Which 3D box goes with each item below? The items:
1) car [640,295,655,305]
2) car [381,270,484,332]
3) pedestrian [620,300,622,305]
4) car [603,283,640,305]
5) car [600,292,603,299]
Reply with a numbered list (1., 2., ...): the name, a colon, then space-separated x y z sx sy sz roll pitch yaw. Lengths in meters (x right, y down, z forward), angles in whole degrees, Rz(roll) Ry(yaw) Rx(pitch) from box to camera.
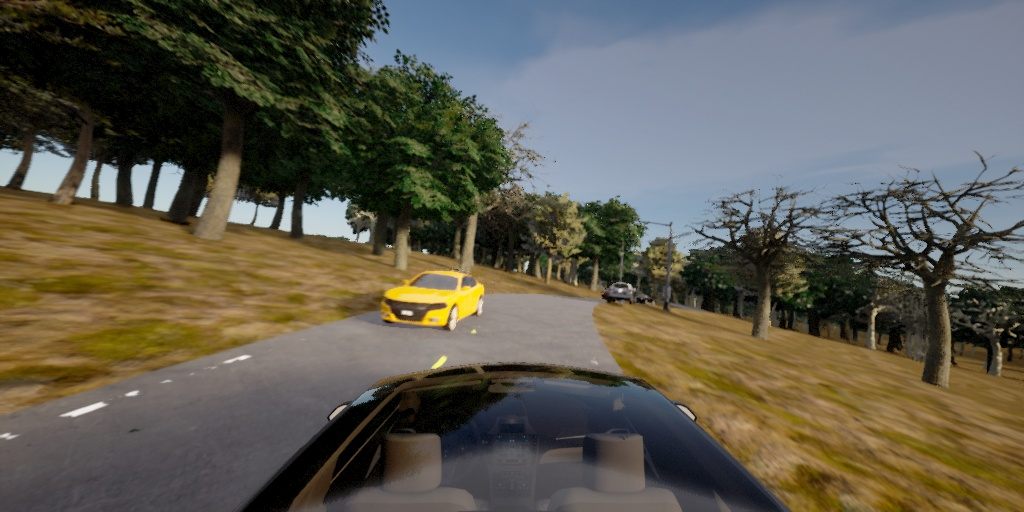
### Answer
1. car: 18.328 6.094 50.035 1.895 1.301 4.718 1 -8 40
2. car: -2.170 1.197 11.162 1.882 1.535 5.008 5 -1 8
3. pedestrian: 9.172 3.400 30.111 0.375 1.300 0.375 7 -6 10
4. car: 8.591 2.858 27.936 1.970 1.475 3.806 4 -4 22
5. car: 11.700 4.439 40.727 1.895 1.301 4.718 2 -7 33
